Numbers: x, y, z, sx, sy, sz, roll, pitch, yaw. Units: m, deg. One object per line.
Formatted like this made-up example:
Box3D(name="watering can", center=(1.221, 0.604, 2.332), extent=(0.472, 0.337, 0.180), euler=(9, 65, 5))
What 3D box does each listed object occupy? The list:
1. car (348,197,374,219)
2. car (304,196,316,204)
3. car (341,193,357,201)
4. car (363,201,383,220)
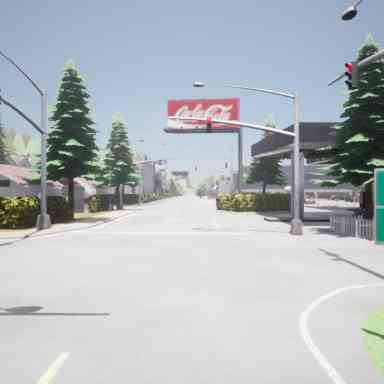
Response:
Box3D(name="car", center=(14.310, 1.504, 25.024), extent=(3.866, 1.878, 1.905), euler=(0, 0, 0))
Box3D(name="car", center=(22.351, 1.552, 64.110), extent=(1.970, 1.475, 3.806), euler=(0, 0, 0))
Box3D(name="car", center=(34.737, 1.489, 71.931), extent=(2.007, 1.523, 4.514), euler=(0, 0, 0))
Box3D(name="car", center=(18.623, 1.672, 30.704), extent=(4.611, 1.667, 2.242), euler=(0, 0, 0))
